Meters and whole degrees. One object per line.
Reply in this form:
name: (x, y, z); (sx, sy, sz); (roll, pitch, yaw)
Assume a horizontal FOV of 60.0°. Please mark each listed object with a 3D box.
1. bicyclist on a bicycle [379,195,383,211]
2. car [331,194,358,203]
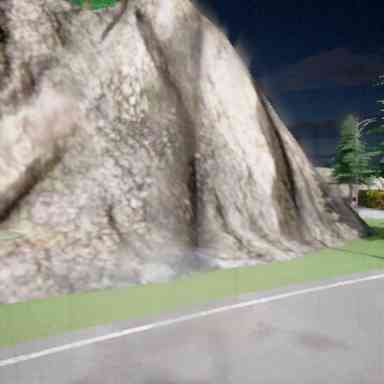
bicyclist on a bicycle: (19.594, 1.115, 33.813); (1.656, 1.620, 0.582); (-1, 1, -26)
car: (25.122, 1.090, 53.245); (4.718, 1.301, 1.895); (0, 1, -28)
